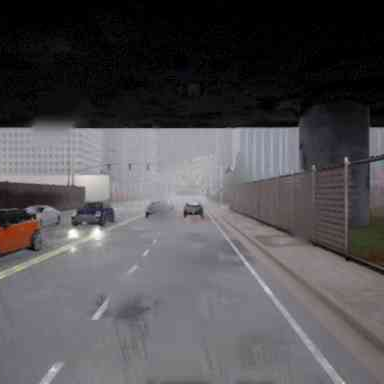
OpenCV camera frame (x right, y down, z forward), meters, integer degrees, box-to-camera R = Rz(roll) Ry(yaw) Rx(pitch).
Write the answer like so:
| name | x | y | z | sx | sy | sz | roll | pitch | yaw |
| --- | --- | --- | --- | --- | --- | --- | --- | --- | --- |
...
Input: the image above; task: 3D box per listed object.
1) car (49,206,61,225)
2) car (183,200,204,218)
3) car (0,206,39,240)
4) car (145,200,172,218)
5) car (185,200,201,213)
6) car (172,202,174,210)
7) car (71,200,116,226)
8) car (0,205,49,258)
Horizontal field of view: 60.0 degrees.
| name | x | y | z | sx | sy | sz | roll | pitch | yaw |
| --- | --- | --- | --- | --- | --- | --- | --- | --- | --- |
| car | -10.540 | 1.654 | 22.787 | 1.812 | 1.442 | 4.674 | 0 | 1 | 0 |
| car | 0.140 | 1.638 | 32.076 | 2.128 | 1.511 | 4.902 | 0 | 0 | 0 |
| car | -10.473 | 1.617 | 18.315 | 1.895 | 1.301 | 4.718 | 0 | 3 | 0 |
| car | -3.379 | 1.694 | 32.351 | 2.033 | 1.411 | 5.357 | 0 | 0 | 0 |
| car | 0.128 | 1.714 | 41.339 | 1.812 | 1.442 | 4.674 | 0 | 0 | 1 |
| car | -3.384 | 1.720 | 42.788 | 1.812 | 1.442 | 4.674 | 0 | 0 | 0 |
| car | -7.029 | 1.459 | 24.062 | 2.097 | 1.767 | 4.553 | 0 | 0 | 0 |
| car | -7.051 | 1.404 | 11.374 | 2.097 | 1.767 | 4.553 | 0 | 0 | 0 |
